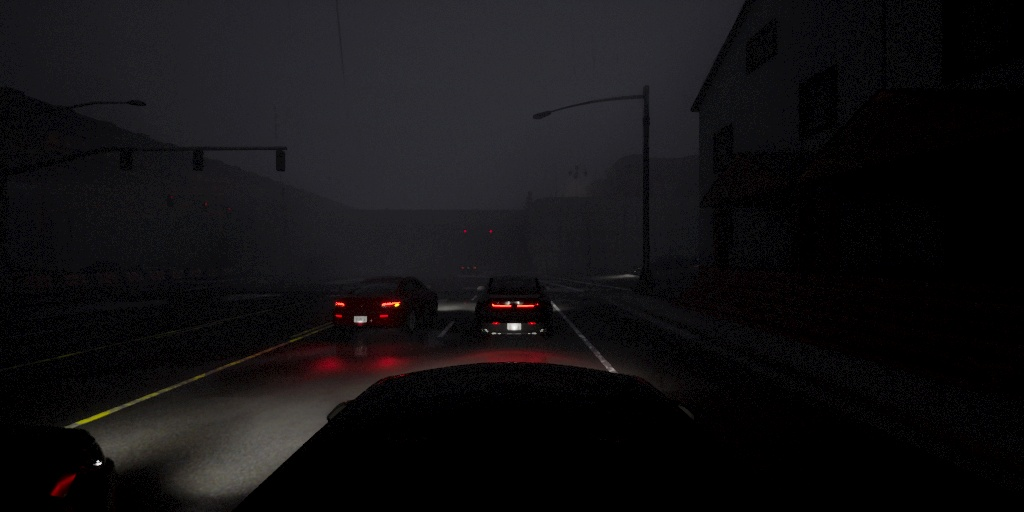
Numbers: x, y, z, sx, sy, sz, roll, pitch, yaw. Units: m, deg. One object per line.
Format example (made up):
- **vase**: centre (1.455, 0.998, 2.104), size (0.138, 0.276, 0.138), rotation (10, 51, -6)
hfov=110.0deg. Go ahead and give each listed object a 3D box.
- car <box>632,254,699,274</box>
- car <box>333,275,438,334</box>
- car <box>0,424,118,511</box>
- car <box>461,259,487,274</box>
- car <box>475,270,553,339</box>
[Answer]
- **car**: centre (13.032, 0.612, 30.452), size (5.357, 1.411, 2.033), rotation (-7, 0, -1)
- **car**: centre (-3.453, 1.279, 10.479), size (1.812, 1.442, 4.674), rotation (0, 0, 0)
- **car**: centre (-3.401, 1.254, 0.196), size (1.837, 1.490, 4.892), rotation (0, 0, 0)
- **car**: centre (-4.522, 1.310, 41.192), size (2.033, 1.411, 5.357), rotation (0, 0, 4)
- **car**: centre (0.043, 1.258, 10.062), size (1.837, 1.490, 4.892), rotation (0, 0, 0)
